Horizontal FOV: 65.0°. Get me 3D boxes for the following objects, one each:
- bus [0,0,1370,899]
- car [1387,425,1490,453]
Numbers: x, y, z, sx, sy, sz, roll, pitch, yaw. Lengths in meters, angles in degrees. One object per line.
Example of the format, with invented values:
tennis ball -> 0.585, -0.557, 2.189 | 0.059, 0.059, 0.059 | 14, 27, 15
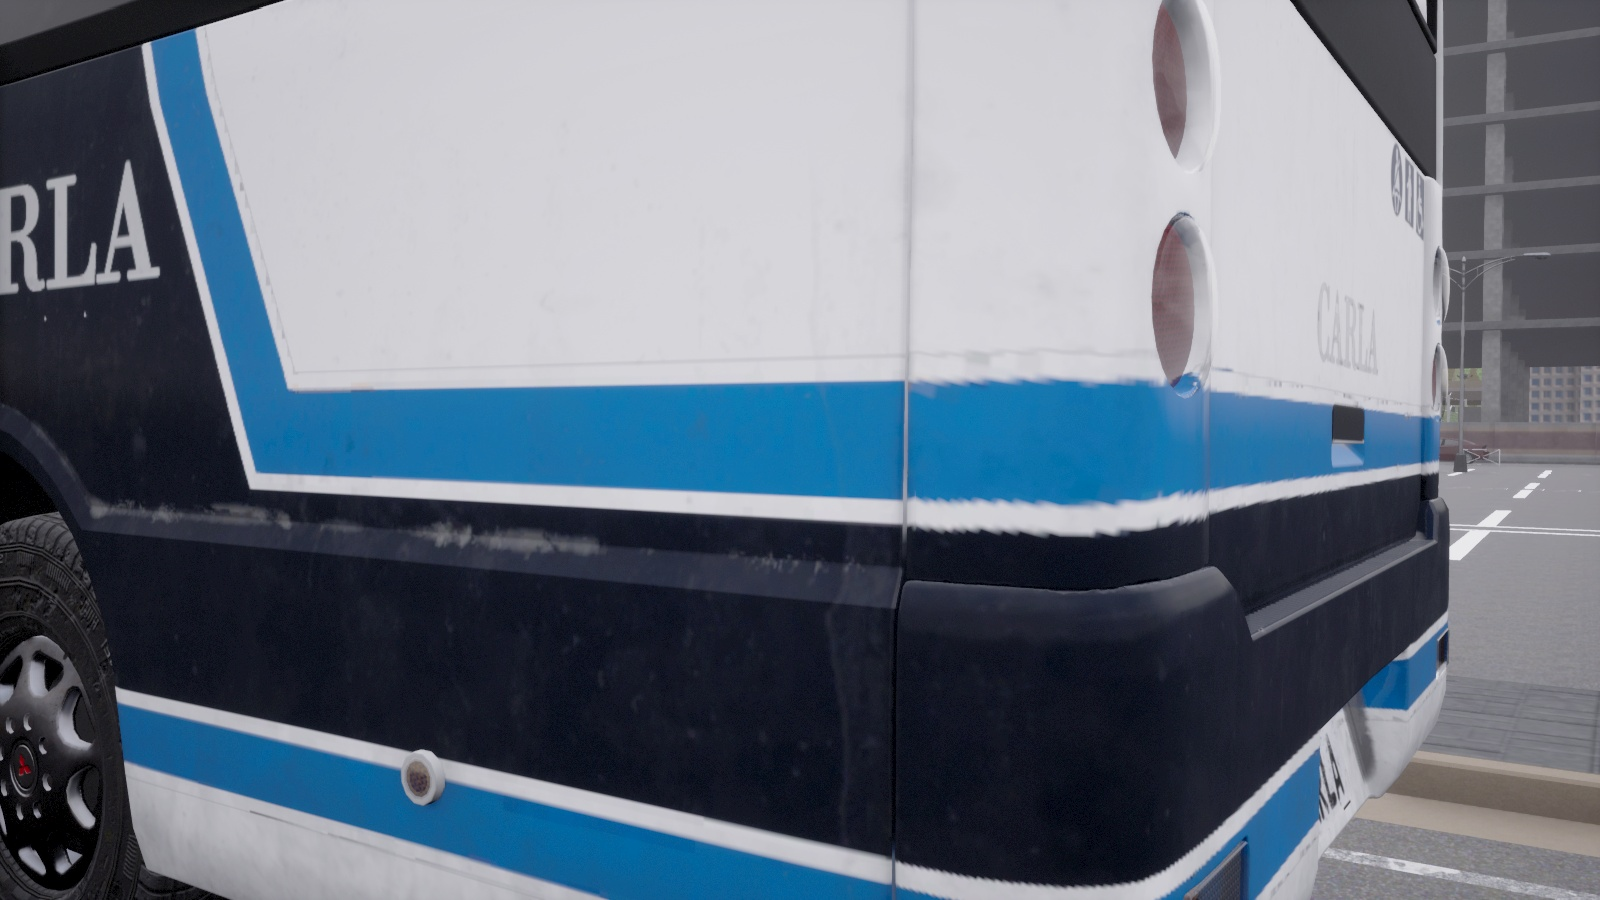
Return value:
bus -> -3.296, -0.694, 5.768 | 10.273, 4.253, 3.944 | 0, 1, 33
car -> 35.835, -0.633, 70.471 | 5.008, 1.535, 1.882 | 0, 1, 32
